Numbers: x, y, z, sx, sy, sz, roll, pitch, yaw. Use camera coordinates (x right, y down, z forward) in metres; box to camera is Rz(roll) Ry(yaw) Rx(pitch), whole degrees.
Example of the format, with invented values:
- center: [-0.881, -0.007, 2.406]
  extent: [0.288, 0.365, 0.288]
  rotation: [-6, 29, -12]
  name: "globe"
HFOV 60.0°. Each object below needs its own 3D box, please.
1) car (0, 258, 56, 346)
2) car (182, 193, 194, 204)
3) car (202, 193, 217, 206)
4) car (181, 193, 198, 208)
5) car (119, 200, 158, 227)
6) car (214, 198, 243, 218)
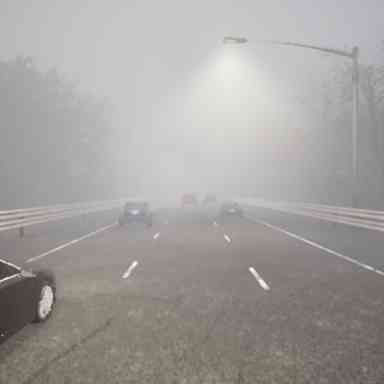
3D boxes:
- center: [-3.409, 1.500, 4.226]
  extent: [1.837, 1.490, 4.892]
  rotation: [0, 0, 0]
  name: "car"
- center: [-0.830, 1.135, 64.631]
  extent: [2.150, 2.045, 5.566]
  rotation: [0, 0, -2]
  name: "car"
- center: [2.925, 1.153, 53.861]
  extent: [2.150, 2.045, 5.566]
  rotation: [0, 0, -1]
  name: "car"
- center: [-0.351, 1.162, 47.208]
  extent: [2.150, 2.045, 5.566]
  rotation: [0, 0, -1]
  name: "car"
- center: [-3.511, 1.326, 22.472]
  extent: [2.097, 1.767, 4.553]
  rotation: [0, 0, -1]
  name: "car"
- center: [3.376, 1.529, 29.955]
  extent: [1.994, 1.385, 4.181]
  rotation: [0, 0, 0]
  name: "car"
